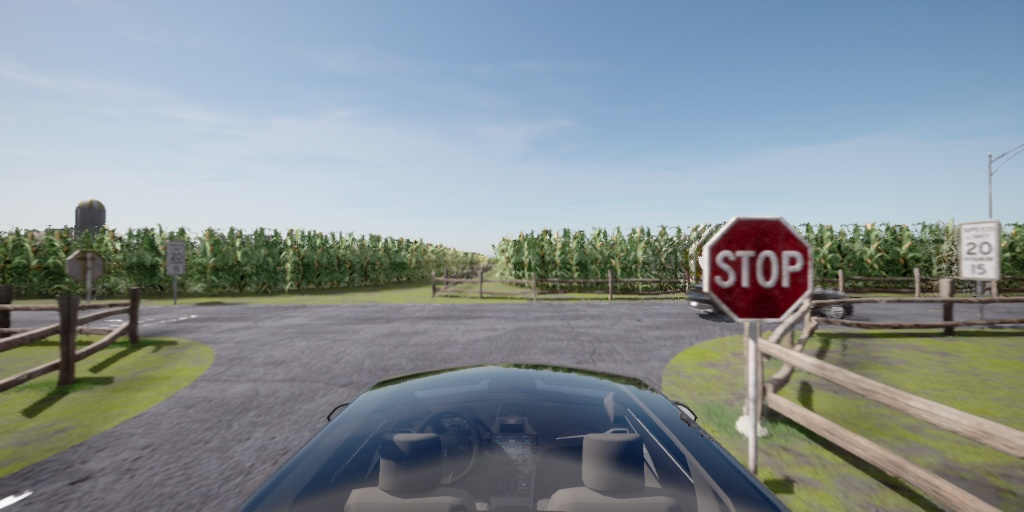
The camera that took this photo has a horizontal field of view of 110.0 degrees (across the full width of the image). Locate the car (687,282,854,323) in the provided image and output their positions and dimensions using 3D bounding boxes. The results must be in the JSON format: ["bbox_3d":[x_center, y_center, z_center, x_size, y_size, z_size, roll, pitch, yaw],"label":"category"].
[{"bbox_3d":[8.479,1.337,11.965,4.892,1.490,1.837,0,0,0],"label":"car"}]
